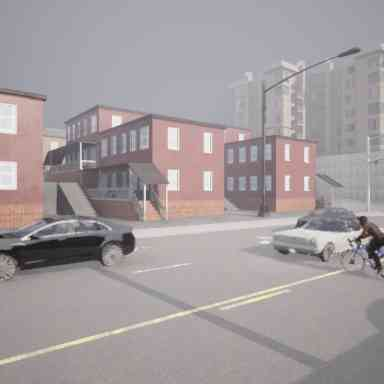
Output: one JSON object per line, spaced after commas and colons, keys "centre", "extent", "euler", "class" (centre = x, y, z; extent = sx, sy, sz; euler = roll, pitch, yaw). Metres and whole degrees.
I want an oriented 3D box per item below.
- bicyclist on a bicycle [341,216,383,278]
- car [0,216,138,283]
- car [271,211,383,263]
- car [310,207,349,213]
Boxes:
{"centre": [4.701, 1.455, 8.779], "extent": [0.582, 1.620, 1.656], "euler": [0, -2, -37], "class": "bicyclist on a bicycle"}
{"centre": [-4.015, 1.492, 9.772], "extent": [4.902, 1.511, 2.128], "euler": [0, 0, -36], "class": "car"}
{"centre": [5.038, 1.600, 12.165], "extent": [4.718, 1.301, 1.895], "euler": [0, 0, -37], "class": "car"}
{"centre": [7.647, 1.562, 18.465], "extent": [4.181, 1.385, 1.994], "euler": [0, 0, -37], "class": "car"}
